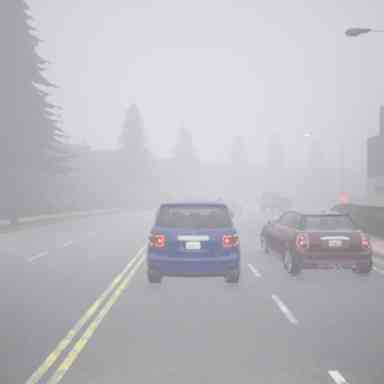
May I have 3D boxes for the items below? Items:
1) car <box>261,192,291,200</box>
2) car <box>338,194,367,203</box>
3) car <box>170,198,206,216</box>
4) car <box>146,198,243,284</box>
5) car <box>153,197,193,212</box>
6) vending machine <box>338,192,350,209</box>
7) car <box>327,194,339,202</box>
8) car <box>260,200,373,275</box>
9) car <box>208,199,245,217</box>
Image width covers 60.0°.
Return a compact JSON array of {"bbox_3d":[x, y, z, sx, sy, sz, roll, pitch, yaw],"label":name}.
[{"bbox_3d":[8.769,1.042,34.375,2.150,2.045,5.566,0,-1,29],"label":"car"},{"bbox_3d":[29.413,1.204,59.803,4.892,1.490,1.837,0,0,-18],"label":"car"},{"bbox_3d":[-0.292,1.368,31.516,1.812,1.442,4.674,0,0,21],"label":"car"},{"bbox_3d":[0.065,1.174,9.530,2.150,2.045,5.566,0,0,1],"label":"car"},{"bbox_3d":[-1.972,1.364,36.709,2.033,1.411,5.357,0,0,25],"label":"car"},{"bbox_3d":[18.311,0.994,40.103,1.100,2.100,0.880,0,0,45],"label":"vending machine"},{"bbox_3d":[27.996,1.161,63.051,5.008,1.535,1.882,0,0,-20],"label":"car"},{"bbox_3d":[3.586,1.298,10.432,2.097,1.767,4.553,0,0,0],"label":"car"},{"bbox_3d":[3.335,1.391,31.086,2.033,1.411,5.357,0,0,22],"label":"car"}]
